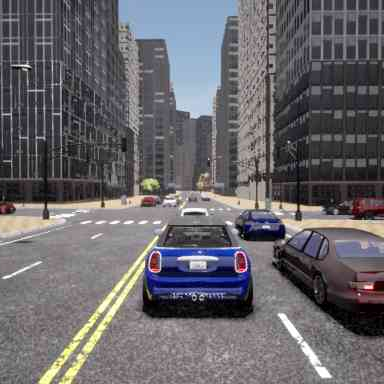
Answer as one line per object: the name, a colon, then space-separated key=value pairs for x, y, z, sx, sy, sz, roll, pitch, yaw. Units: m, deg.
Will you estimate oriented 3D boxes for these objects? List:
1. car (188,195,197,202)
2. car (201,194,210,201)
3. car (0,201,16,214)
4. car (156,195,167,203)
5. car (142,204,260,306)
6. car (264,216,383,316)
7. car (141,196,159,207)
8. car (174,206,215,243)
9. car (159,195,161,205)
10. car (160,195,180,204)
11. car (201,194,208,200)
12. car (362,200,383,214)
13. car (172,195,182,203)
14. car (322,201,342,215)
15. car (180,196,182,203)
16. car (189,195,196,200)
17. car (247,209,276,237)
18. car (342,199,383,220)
car: x=0.158 y=1.448 z=72.425 sx=2.128 sy=1.511 sz=4.902 roll=0 pitch=0 yaw=0
car: x=3.381 y=1.514 z=80.062 sx=1.895 sy=1.301 sz=4.718 roll=0 pitch=0 yaw=0
car: x=-19.341 y=1.408 z=32.038 sx=4.181 sy=1.385 sz=1.994 roll=1 pitch=1 yaw=1
car: x=-6.387 y=1.418 z=70.348 sx=1.882 sy=1.535 sz=5.008 roll=0 pitch=0 yaw=0
car: x=0.113 y=1.348 z=8.158 sx=2.097 sy=1.767 sz=4.553 roll=0 pitch=0 yaw=0
car: x=3.362 y=1.544 z=7.817 sx=2.033 sy=1.411 sz=5.357 roll=0 pitch=0 yaw=0
car: x=-6.510 y=1.442 z=50.051 sx=1.882 sy=1.535 sz=5.008 roll=0 pitch=0 yaw=0
car: x=0.127 y=1.517 z=17.015 sx=1.812 sy=1.442 sz=4.674 roll=0 pitch=0 yaw=0
car: x=-6.479 y=1.500 z=59.978 sx=2.033 sy=1.411 sz=5.357 roll=0 pitch=0 yaw=0
car: x=-3.261 y=1.490 z=49.802 sx=1.812 sy=1.442 sz=4.674 roll=0 pitch=0 yaw=0
car: x=3.396 y=1.267 z=90.034 sx=1.812 sy=1.442 sz=4.674 roll=0 pitch=0 yaw=0
car: x=21.870 y=1.643 z=37.084 sx=4.829 sy=1.417 sz=1.752 roll=1 pitch=0 yaw=1
car: x=-3.138 y=1.418 z=69.709 sx=1.882 sy=1.535 sz=5.008 roll=0 pitch=0 yaw=0
car: x=16.065 y=1.614 z=34.604 sx=4.892 sy=1.490 sz=1.837 roll=0 pitch=1 yaw=0
car: x=-3.230 y=1.501 z=59.493 sx=2.033 sy=1.411 sz=5.357 roll=0 pitch=0 yaw=0
car: x=0.146 y=1.450 z=90.042 sx=2.033 sy=1.411 sz=5.357 roll=0 pitch=0 yaw=0
car: x=3.376 y=1.555 z=17.057 sx=1.994 sy=1.385 sz=4.181 roll=0 pitch=0 yaw=0
car: x=16.248 y=1.519 z=28.807 sx=5.009 sy=1.841 sz=2.192 roll=1 pitch=0 yaw=1
